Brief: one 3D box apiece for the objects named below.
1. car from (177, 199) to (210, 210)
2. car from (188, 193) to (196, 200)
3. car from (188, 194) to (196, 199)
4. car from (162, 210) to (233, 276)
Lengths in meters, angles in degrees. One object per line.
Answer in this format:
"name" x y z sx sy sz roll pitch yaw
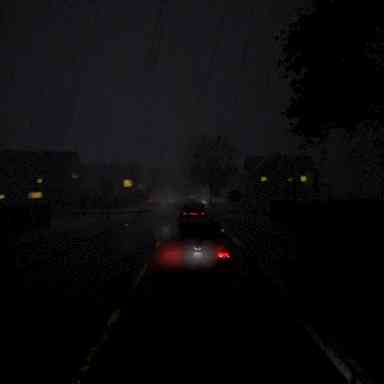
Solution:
"car" 0.094 1.440 21.207 2.128 1.511 4.902 0 0 0
"car" -0.023 1.191 83.734 2.097 1.767 4.553 0 0 0
"car" -0.020 1.525 73.747 1.895 1.301 4.718 0 0 0
"car" 0.100 1.521 10.241 2.033 1.411 5.357 0 0 -1
